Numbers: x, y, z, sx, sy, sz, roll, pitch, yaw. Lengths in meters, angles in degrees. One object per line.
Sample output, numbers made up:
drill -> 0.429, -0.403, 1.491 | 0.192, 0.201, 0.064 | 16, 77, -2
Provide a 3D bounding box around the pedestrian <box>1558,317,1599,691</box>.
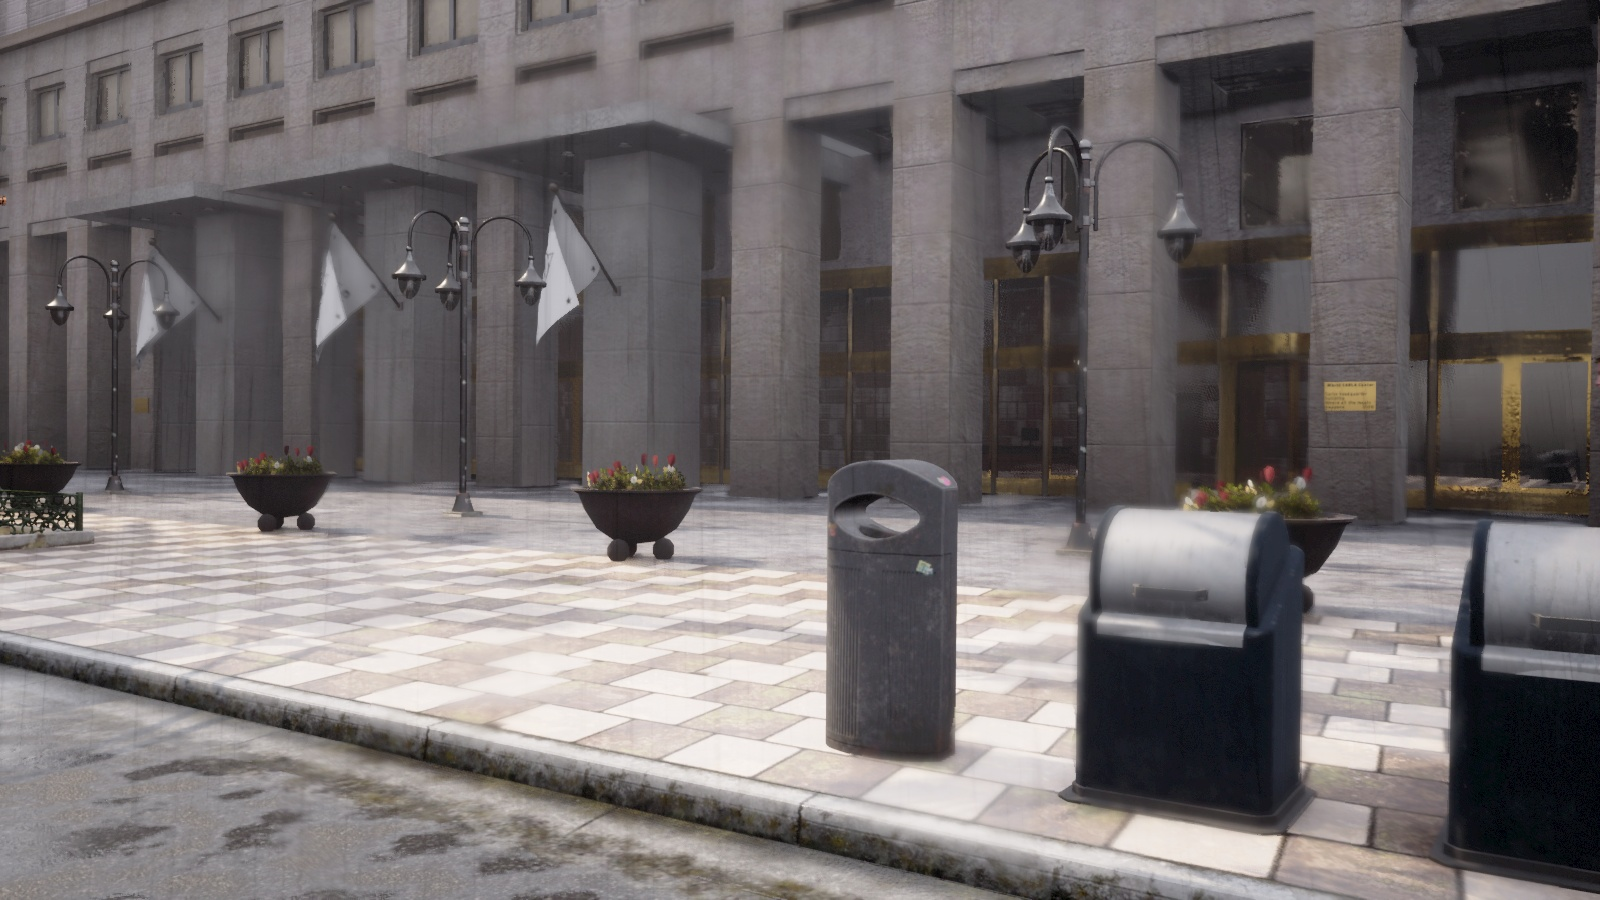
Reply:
pedestrian -> 4.201, 0.265, 6.238 | 0.706, 1.836, 0.354 | 0, 1, 24
